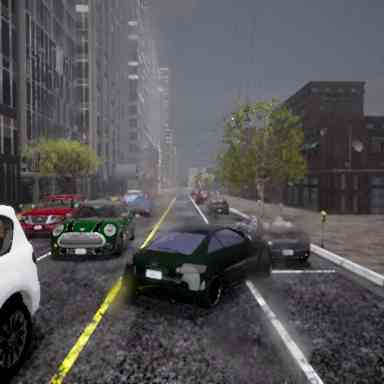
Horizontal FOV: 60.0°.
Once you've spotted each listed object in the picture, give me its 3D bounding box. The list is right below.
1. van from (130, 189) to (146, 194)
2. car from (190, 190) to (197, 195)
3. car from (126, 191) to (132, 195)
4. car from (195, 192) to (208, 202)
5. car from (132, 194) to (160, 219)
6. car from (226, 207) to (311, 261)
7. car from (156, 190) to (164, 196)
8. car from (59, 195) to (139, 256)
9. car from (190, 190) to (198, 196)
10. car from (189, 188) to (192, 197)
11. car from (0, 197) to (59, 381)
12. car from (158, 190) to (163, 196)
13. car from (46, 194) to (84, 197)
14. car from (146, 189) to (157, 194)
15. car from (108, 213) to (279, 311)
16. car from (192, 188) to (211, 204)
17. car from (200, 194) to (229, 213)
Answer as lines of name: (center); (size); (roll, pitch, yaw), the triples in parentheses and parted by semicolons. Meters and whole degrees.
van: (-6.707, 0.715, 38.622); (1.690, 1.788, 3.998); (-1, 1, -2)
car: (0.341, 0.146, 88.627); (1.802, 1.307, 4.206); (-1, 1, -2)
car: (-6.402, 1.004, 26.832); (1.967, 1.590, 4.097); (-1, 1, -2)
car: (1.372, 0.714, 50.074); (1.752, 1.417, 4.829); (-1, 1, -2)
car: (-3.722, 1.142, 24.940); (2.033, 1.411, 5.357); (0, 1, -1)
car: (2.543, 1.368, 11.185); (2.008, 1.369, 4.403); (-1, 1, -2)
car: (-7.885, 0.184, 82.712); (1.752, 1.417, 4.829); (-1, 1, -2)
car: (-3.395, 1.153, 12.179); (2.097, 1.767, 4.553); (0, 1, -2)
car: (0.489, 0.220, 83.095); (1.947, 1.339, 4.313); (-1, 1, -2)
car: (0.781, 0.148, 72.028); (2.192, 1.841, 5.009); (-1, 1, -2)
car: (-3.132, 1.180, 2.391); (2.150, 2.045, 5.566); (0, 1, -1)
car: (-7.445, 0.470, 66.286); (1.887, 1.381, 4.507); (-1, 1, -2)
car: (-6.198, 1.058, 15.764); (2.192, 1.841, 5.009); (-1, 1, -2)
car: (-7.004, 0.509, 49.686); (2.192, 1.841, 5.009); (-1, 1, -2)
car: (0.348, 1.432, 7.730); (1.994, 1.385, 4.181); (1, 1, 31)
car: (1.522, 0.596, 44.369); (2.192, 1.841, 5.009); (-1, 1, -2)
car: (2.001, 1.113, 27.042); (2.008, 1.369, 4.403); (-1, 1, -2)
